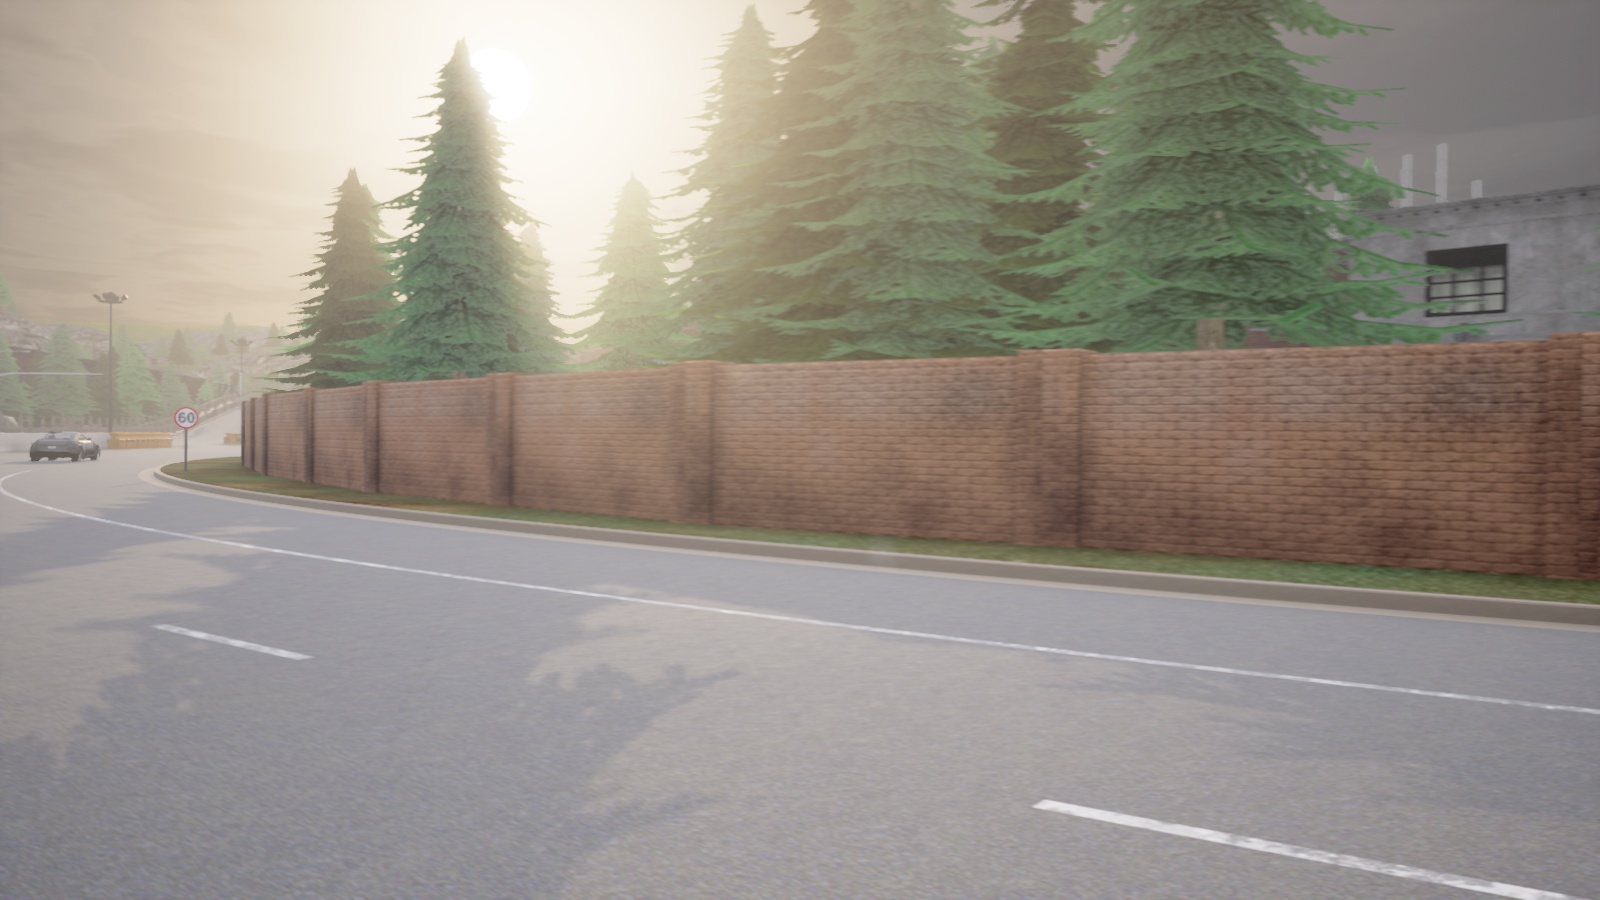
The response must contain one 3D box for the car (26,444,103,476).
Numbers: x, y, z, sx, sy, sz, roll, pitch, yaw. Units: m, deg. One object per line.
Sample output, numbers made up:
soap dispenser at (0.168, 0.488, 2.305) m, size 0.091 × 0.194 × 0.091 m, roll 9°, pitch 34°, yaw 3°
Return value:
car at (-33.371, 0.435, 57.079) m, size 1.994 × 1.385 × 4.181 m, roll -1°, pitch 1°, yaw -15°
